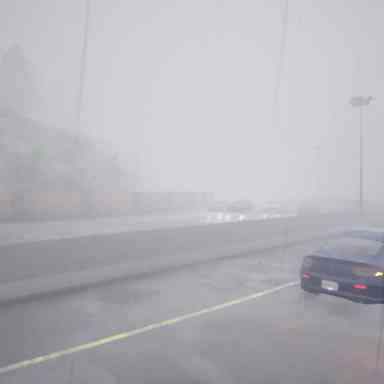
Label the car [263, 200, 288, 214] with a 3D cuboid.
[{"bbox_3d":[9.294,1.624,37.037,1.812,1.442,4.674,0,0,27],"label":"car"}]

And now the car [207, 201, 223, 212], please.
[{"bbox_3d":[3.476,1.740,40.921,1.895,1.301,4.718,0,0,26],"label":"car"}]

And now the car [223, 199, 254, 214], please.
[{"bbox_3d":[5.533,1.594,37.406,1.882,1.535,5.008,0,0,28],"label":"car"}]

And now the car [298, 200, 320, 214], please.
[{"bbox_3d":[12.814,1.606,36.280,1.812,1.442,4.674,0,0,26],"label":"car"}]

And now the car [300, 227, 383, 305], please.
[{"bbox_3d":[4.258,1.537,7.635,4.674,1.442,1.812,0,0,-41],"label":"car"}]
